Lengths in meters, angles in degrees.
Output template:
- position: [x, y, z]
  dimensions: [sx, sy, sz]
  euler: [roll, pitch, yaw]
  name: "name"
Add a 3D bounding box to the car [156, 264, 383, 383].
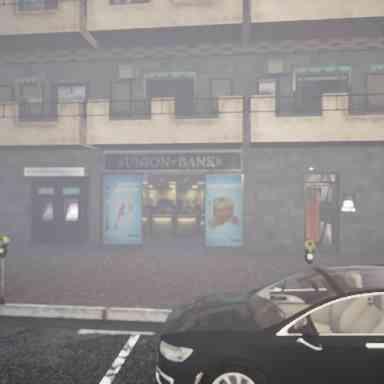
- position: [1.794, 1.551, 3.752]
  dimensions: [4.403, 1.369, 2.008]
  euler: [0, 0, 6]
  name: "car"
